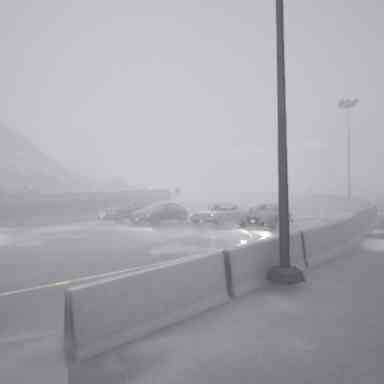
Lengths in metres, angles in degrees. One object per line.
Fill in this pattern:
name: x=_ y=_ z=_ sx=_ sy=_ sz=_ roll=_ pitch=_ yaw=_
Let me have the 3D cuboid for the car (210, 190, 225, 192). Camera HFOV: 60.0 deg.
car: x=6.248 y=0.159 z=92.162 sx=2.128 sy=1.511 sz=4.902 roll=-2 pitch=1 yaw=-30

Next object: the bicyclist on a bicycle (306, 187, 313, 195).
bicyclist on a bicycle: x=29.371 y=-0.283 z=83.038 sx=1.656 sy=1.620 sz=0.582 roll=24 pitch=-12 yaw=-28

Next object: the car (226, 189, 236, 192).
car: x=9.293 y=0.075 z=93.886 sx=2.033 sy=1.411 sz=5.357 roll=-2 pitch=1 yaw=-30

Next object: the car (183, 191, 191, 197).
car: x=-2.066 y=0.615 z=85.553 sx=1.837 sy=1.490 sz=4.892 roll=-2 pitch=1 yaw=-30

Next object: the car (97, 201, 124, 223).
car: x=-4.780 y=1.426 z=24.734 sx=2.128 sy=1.511 sz=4.902 roll=-2 pitch=-1 yaw=35

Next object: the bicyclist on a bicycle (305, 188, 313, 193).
bicyclist on a bicycle: x=29.638 y=-0.279 z=82.530 sx=1.656 sy=1.620 sz=0.582 roll=22 pitch=-10 yaw=-27

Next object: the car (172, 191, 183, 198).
car: x=-5.109 y=0.754 z=83.829 sx=2.033 sy=1.411 sz=5.357 roll=-2 pitch=1 yaw=-30

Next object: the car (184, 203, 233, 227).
car: x=1.786 y=1.426 z=21.890 sx=1.895 sy=1.301 sz=4.718 roll=0 pitch=0 yaw=34

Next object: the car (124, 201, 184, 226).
car: x=-2.068 y=1.396 z=22.498 sx=1.812 sy=1.442 sz=4.674 roll=0 pitch=0 yaw=35

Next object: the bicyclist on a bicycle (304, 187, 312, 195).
bicyclist on a bicycle: x=29.125 y=-0.282 z=83.490 sx=1.656 sy=1.620 sz=0.582 roll=25 pitch=-11 yaw=-27

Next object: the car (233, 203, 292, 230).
car: x=4.398 y=1.372 z=19.564 sx=1.994 sy=1.385 sz=4.181 roll=0 pitch=0 yaw=35
